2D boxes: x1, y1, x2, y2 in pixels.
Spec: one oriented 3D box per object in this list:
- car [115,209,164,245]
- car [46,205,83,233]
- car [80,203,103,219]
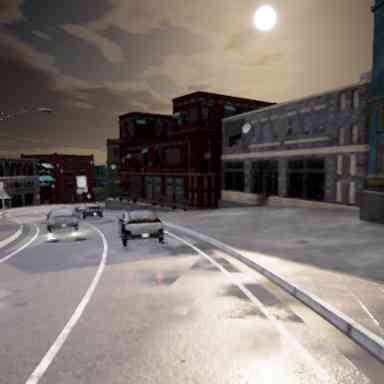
[{"bbox_3d":[-2.585,1.548,16.058,2.128,1.511,4.902,-1,1,-16],"label":"car"},{"bbox_3d":[-8.792,1.809,22.445,1.812,1.442,4.674,-2,0,-25],"label":"car"},{"bbox_3d":[-10.261,1.814,32.741,1.837,1.490,4.892,-3,0,-32],"label":"car"}]
